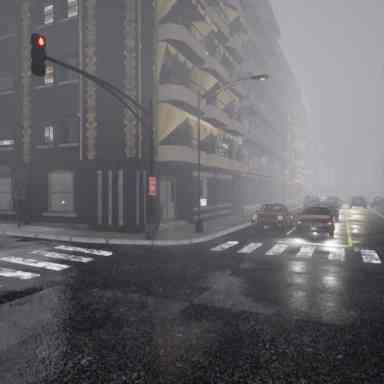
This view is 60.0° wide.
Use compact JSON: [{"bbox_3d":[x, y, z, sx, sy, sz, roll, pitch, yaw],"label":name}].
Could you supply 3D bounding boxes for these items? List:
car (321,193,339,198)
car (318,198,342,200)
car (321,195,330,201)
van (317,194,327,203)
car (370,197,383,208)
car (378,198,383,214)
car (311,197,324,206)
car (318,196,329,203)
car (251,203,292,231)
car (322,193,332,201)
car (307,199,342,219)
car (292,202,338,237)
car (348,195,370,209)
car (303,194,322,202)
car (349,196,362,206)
[{"bbox_3d":[19.068,1.348,44.901,2.097,1.767,4.553,0,0,25],"label":"car"},{"bbox_3d":[14.803,1.597,35.650,1.895,1.301,4.718,0,0,25],"label":"car"},{"bbox_3d":[32.925,1.516,81.769,1.752,1.417,4.829,0,0,24],"label":"car"},{"bbox_3d":[25.985,1.335,66.529,1.690,1.788,3.998,0,0,24],"label":"van"},{"bbox_3d":[26.599,1.435,47.655,1.967,1.590,4.097,0,0,24],"label":"car"},{"bbox_3d":[19.588,1.541,32.259,1.887,1.381,4.507,0,0,24],"label":"car"},{"bbox_3d":[21.241,1.520,56.110,1.752,1.417,4.829,0,0,24],"label":"car"},{"bbox_3d":[28.322,1.543,71.660,2.008,1.369,4.403,0,0,24],"label":"car"},{"bbox_3d":[4.953,1.438,20.343,1.967,1.590,4.097,0,0,24],"label":"car"},{"bbox_3d":[35.331,1.304,87.056,2.192,1.841,5.009,0,0,24],"label":"car"},{"bbox_3d":[10.660,1.561,26.591,1.994,1.385,4.181,0,0,25],"label":"car"},{"bbox_3d":[6.919,1.523,18.402,1.812,1.442,4.674,0,0,25],"label":"car"},{"bbox_3d":[22.812,1.348,45.783,2.097,1.767,4.553,0,0,24],"label":"car"},{"bbox_3d":[16.636,1.311,46.002,2.192,1.841,5.009,0,0,24],"label":"car"},{"bbox_3d":[26.851,1.472,54.687,1.882,1.535,5.008,0,0,24],"label":"car"}]
